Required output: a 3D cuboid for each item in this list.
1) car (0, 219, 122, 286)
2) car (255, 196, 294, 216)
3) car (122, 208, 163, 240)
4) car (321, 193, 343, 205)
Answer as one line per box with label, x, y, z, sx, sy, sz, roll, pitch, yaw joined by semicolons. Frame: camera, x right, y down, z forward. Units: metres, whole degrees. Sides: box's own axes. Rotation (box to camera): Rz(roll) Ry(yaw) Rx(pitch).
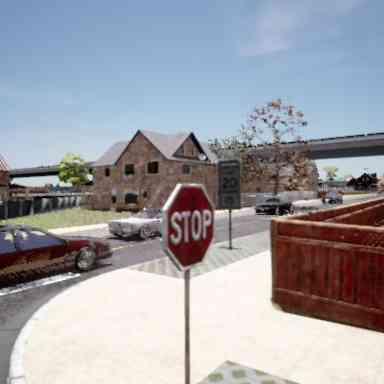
car;-4.566;1.540;8.239;2.033;1.411;5.357;-1;1;37
car;7.153;1.120;28.743;1.882;1.535;5.008;-1;0;37
car;-1.916;1.485;16.572;1.895;1.301;4.718;-1;0;37
car;18.489;0.846;43.801;2.128;1.511;4.902;-1;0;37
